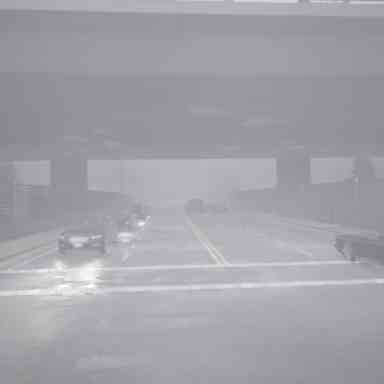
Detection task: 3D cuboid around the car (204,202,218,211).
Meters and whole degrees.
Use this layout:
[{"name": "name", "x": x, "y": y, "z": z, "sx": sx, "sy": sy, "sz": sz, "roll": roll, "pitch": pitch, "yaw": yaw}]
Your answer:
[{"name": "car", "x": 3.292, "y": 2.493, "z": 57.646, "sx": 1.895, "sy": 1.301, "sz": 4.718, "roll": -1, "pitch": -1, "yaw": -4}]

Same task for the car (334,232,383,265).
[{"name": "car", "x": 6.504, "y": 1.662, "z": 9.910, "sx": 1.895, "sy": 1.301, "sz": 4.718, "roll": -1, "pitch": -1, "yaw": -16}]

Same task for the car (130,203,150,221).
[{"name": "car", "x": -5.824, "y": 2.023, "z": 34.750, "sx": 2.097, "sy": 1.767, "sz": 4.553, "roll": -1, "pitch": -1, "yaw": -4}]

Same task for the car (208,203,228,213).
[{"name": "car", "x": 3.974, "y": 2.289, "z": 48.089, "sx": 1.994, "sy": 1.385, "sz": 4.181, "roll": -1, "pitch": -1, "yaw": -3}]

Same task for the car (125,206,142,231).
[{"name": "car", "x": -5.192, "y": 2.049, "z": 24.984, "sx": 2.033, "sy": 1.411, "sz": 5.357, "roll": -1, "pitch": -1, "yaw": -4}]

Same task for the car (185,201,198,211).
[{"name": "car", "x": -0.200, "y": 2.424, "z": 57.389, "sx": 1.882, "sy": 1.535, "sz": 5.008, "roll": -1, "pitch": -1, "yaw": -4}]

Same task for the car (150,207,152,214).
[{"name": "car", "x": -6.444, "y": 2.335, "z": 44.701, "sx": 2.128, "sy": 1.511, "sz": 4.902, "roll": -1, "pitch": -1, "yaw": -3}]

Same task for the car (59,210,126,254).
[{"name": "car", "x": -4.555, "y": 1.824, "z": 15.257, "sx": 2.128, "sy": 1.511, "sz": 4.902, "roll": -1, "pitch": -1, "yaw": -4}]

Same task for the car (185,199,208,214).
[{"name": "car", "x": 0.538, "y": 1.983, "z": 46.786, "sx": 2.150, "sy": 2.045, "sz": 5.566, "roll": -1, "pitch": -1, "yaw": -4}]

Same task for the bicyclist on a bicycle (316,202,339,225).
[{"name": "bicyclist on a bicycle", "x": 9.433, "y": 1.529, "z": 23.214, "sx": 1.656, "sy": 1.620, "sz": 0.582, "roll": -1, "pitch": -1, "yaw": -4}]
